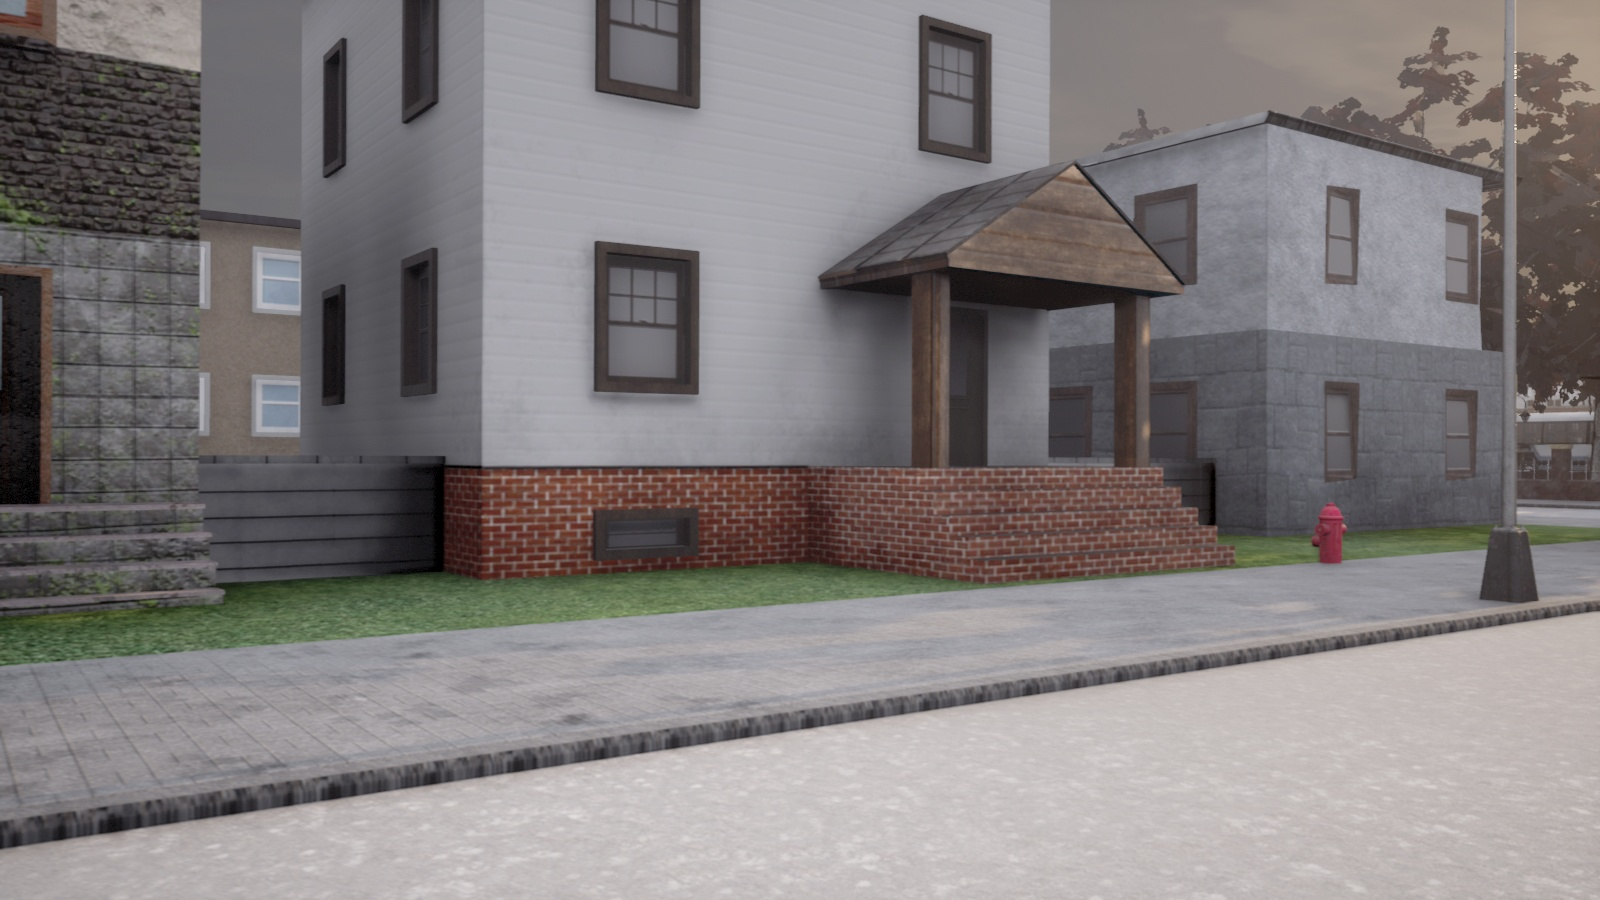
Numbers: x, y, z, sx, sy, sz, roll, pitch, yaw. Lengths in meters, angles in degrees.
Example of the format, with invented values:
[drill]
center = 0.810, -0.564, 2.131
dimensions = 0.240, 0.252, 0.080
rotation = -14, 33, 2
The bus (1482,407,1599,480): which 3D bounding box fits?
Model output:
[bus]
center = 47.555, -0.369, 76.045
dimensions = 3.944, 4.253, 10.273
rotation = 0, 0, -34
